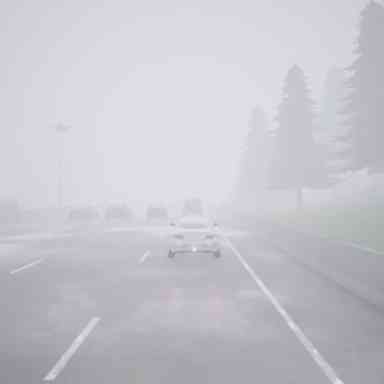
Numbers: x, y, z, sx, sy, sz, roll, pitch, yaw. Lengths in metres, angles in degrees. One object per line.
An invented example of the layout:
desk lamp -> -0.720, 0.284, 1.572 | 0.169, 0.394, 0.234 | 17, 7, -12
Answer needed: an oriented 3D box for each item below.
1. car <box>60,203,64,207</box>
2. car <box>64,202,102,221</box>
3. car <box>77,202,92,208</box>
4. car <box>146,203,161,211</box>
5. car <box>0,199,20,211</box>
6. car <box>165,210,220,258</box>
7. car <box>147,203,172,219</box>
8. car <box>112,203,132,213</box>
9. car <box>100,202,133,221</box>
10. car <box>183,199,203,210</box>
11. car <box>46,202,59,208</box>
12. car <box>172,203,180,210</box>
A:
car -> -28.032, 2.976, 76.045 | 1.812, 1.442, 4.674 | 0, -2, 0
car -> -10.413, 1.964, 32.292 | 1.812, 1.442, 4.674 | 0, -1, 0
car -> -24.532, 3.002, 76.046 | 1.994, 1.385, 4.181 | 0, -2, 0
car -> -6.925, 2.655, 60.104 | 2.033, 1.411, 5.357 | 0, -2, 0
car -> -21.099, 1.749, 36.482 | 2.150, 2.045, 5.566 | 0, -1, 0
car -> 0.090, 1.676, 13.383 | 1.812, 1.442, 4.674 | 0, 0, 0
car -> -3.414, 1.945, 34.049 | 1.882, 1.535, 5.008 | 0, -1, 0
car -> -10.420, 2.391, 49.803 | 1.994, 1.385, 4.181 | 0, -1, 0
car -> -6.913, 1.918, 31.885 | 2.128, 1.511, 4.902 | 0, -1, 0
car -> 0.084, 1.803, 39.732 | 2.150, 2.045, 5.566 | 0, -1, 0
car -> -31.532, 2.931, 76.045 | 1.882, 1.535, 5.008 | 0, -2, 0
car -> -3.427, 2.840, 65.638 | 1.994, 1.385, 4.181 | 0, -2, 0
